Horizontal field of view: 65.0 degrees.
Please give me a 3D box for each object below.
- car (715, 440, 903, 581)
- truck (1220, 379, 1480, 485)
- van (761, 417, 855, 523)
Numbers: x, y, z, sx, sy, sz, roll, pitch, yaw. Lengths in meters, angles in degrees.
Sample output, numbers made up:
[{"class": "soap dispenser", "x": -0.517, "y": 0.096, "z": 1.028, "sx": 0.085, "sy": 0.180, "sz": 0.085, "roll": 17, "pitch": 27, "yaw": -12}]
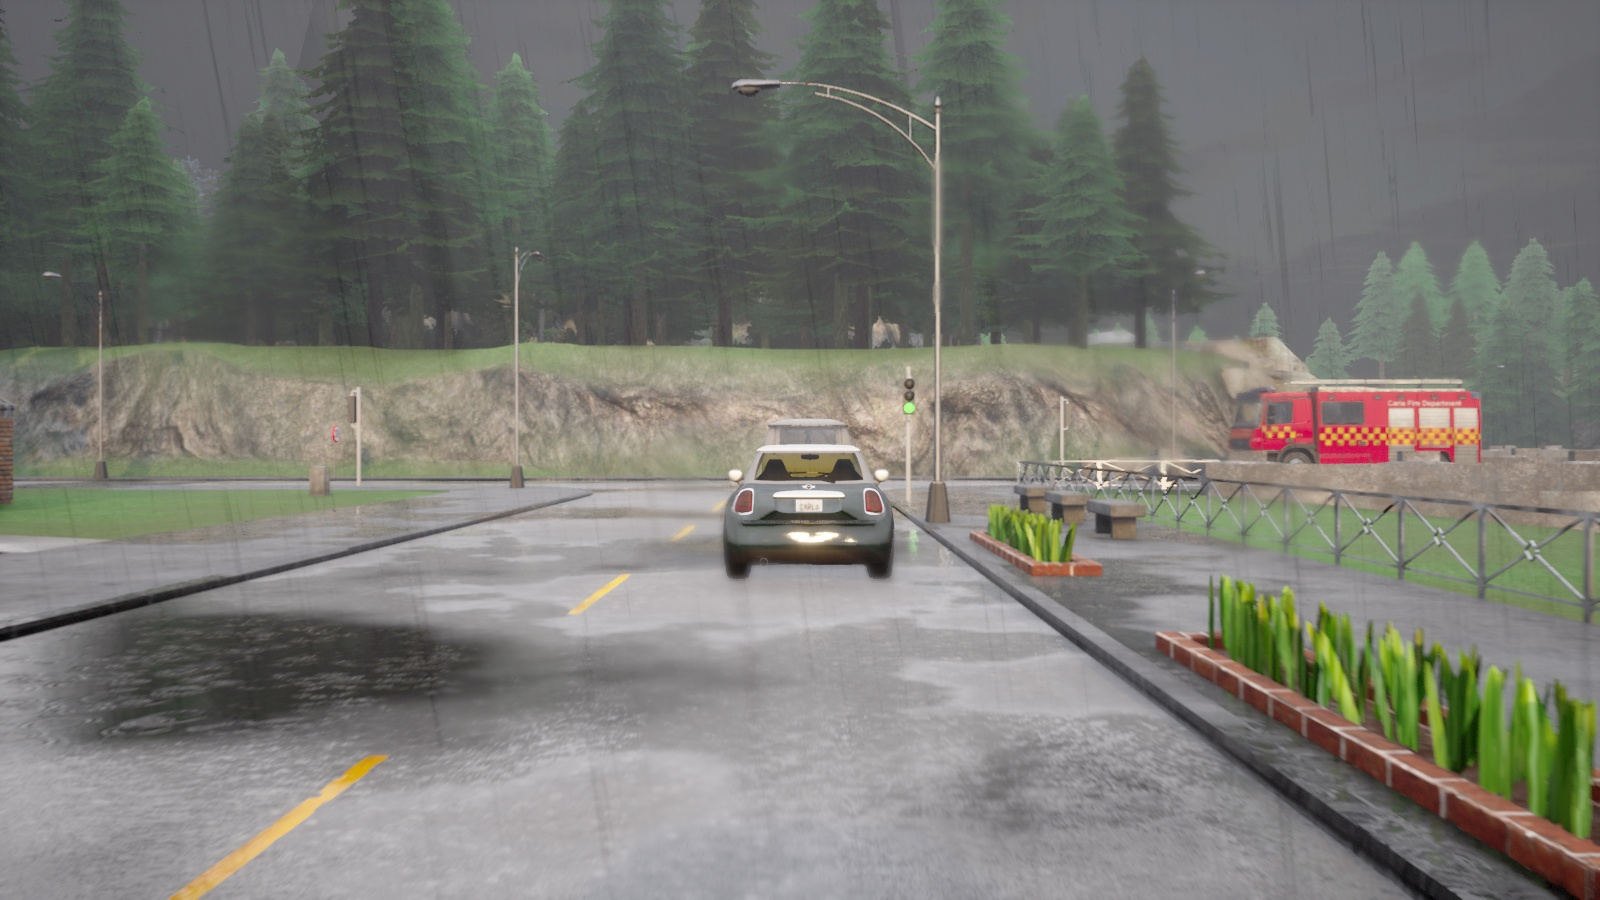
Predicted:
[{"class": "car", "x": 0.102, "y": 0.627, "z": 15.070, "sx": 1.970, "sy": 1.475, "sz": 3.806, "roll": 0, "pitch": 0, "yaw": 0}, {"class": "truck", "x": 20.500, "y": -0.667, "z": 47.153, "sx": 8.468, "sy": 3.827, "sz": 2.891, "roll": 0, "pitch": 0, "yaw": 0}, {"class": "van", "x": 0.164, "y": 0.354, "z": 25.750, "sx": 1.775, "sy": 1.987, "sz": 4.442, "roll": 0, "pitch": 0, "yaw": 0}]
